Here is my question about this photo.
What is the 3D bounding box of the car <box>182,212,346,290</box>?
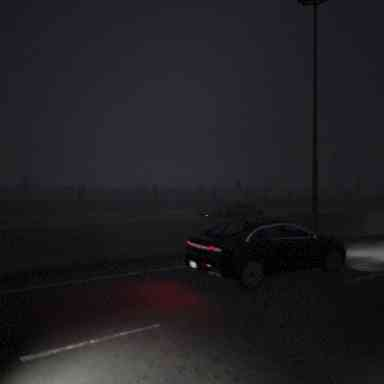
[{"bbox_3d":[2.102,1.469,8.986,4.902,1.511,2.128,0,0,-31],"label":"car"}]

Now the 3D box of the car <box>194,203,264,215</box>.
[{"bbox_3d":[2.416,1.435,21.369,4.902,1.511,2.128,0,0,-27],"label":"car"}]
